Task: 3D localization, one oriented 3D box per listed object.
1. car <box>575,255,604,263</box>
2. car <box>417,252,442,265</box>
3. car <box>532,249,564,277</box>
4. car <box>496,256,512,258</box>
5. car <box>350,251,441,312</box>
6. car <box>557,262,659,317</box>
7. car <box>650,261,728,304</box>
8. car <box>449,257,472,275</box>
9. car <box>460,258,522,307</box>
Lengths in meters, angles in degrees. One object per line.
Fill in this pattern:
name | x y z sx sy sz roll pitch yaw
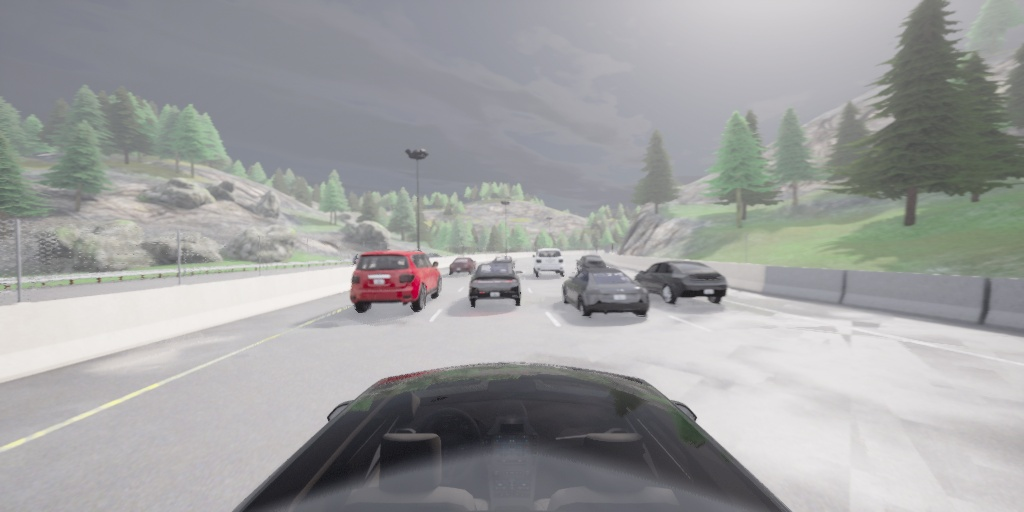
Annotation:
car | 6.382 0.675 29.252 1.837 1.490 4.892 -1 2 3
car | -12.332 0.314 53.963 2.097 1.767 4.553 -1 1 9
car | 2.809 0.461 28.009 2.150 2.045 5.566 -1 1 2
car | -0.620 0.752 29.213 2.128 1.511 4.902 -1 1 3
car | -4.130 0.812 13.569 2.150 2.045 5.566 -1 1 -2
car | 2.938 1.089 12.033 1.994 1.385 4.181 -1 1 -2
car | 6.362 0.943 14.146 1.837 1.490 4.892 -1 0 -2
car | -4.069 0.808 30.370 1.812 1.442 4.674 -1 1 3
car | -0.635 1.021 14.242 2.128 1.511 4.902 -1 1 -2
